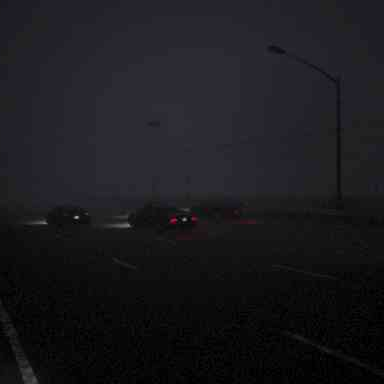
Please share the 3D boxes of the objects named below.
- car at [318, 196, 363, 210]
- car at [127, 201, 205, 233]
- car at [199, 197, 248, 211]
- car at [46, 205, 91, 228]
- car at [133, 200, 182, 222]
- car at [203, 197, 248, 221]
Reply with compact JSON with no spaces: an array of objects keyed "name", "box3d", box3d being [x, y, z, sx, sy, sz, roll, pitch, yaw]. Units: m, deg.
[{"name":"car","box3d":[16.703,1.180,37.560,4.892,1.490,1.837,0,0,-9]},{"name":"car","box3d":[-1.849,1.464,19.054,2.033,1.411,5.357,-1,0,-36]},{"name":"car","box3d":[3.625,1.327,37.560,5.357,1.411,2.033,0,0,11]},{"name":"car","box3d":[-8.223,1.518,21.950,1.994,1.385,4.181,-1,0,-36]},{"name":"car","box3d":[-2.833,1.413,26.422,1.812,1.442,4.674,-1,0,-36]},{"name":"car","box3d":[1.771,1.330,26.022,1.882,1.535,5.008,-1,0,-36]}]
